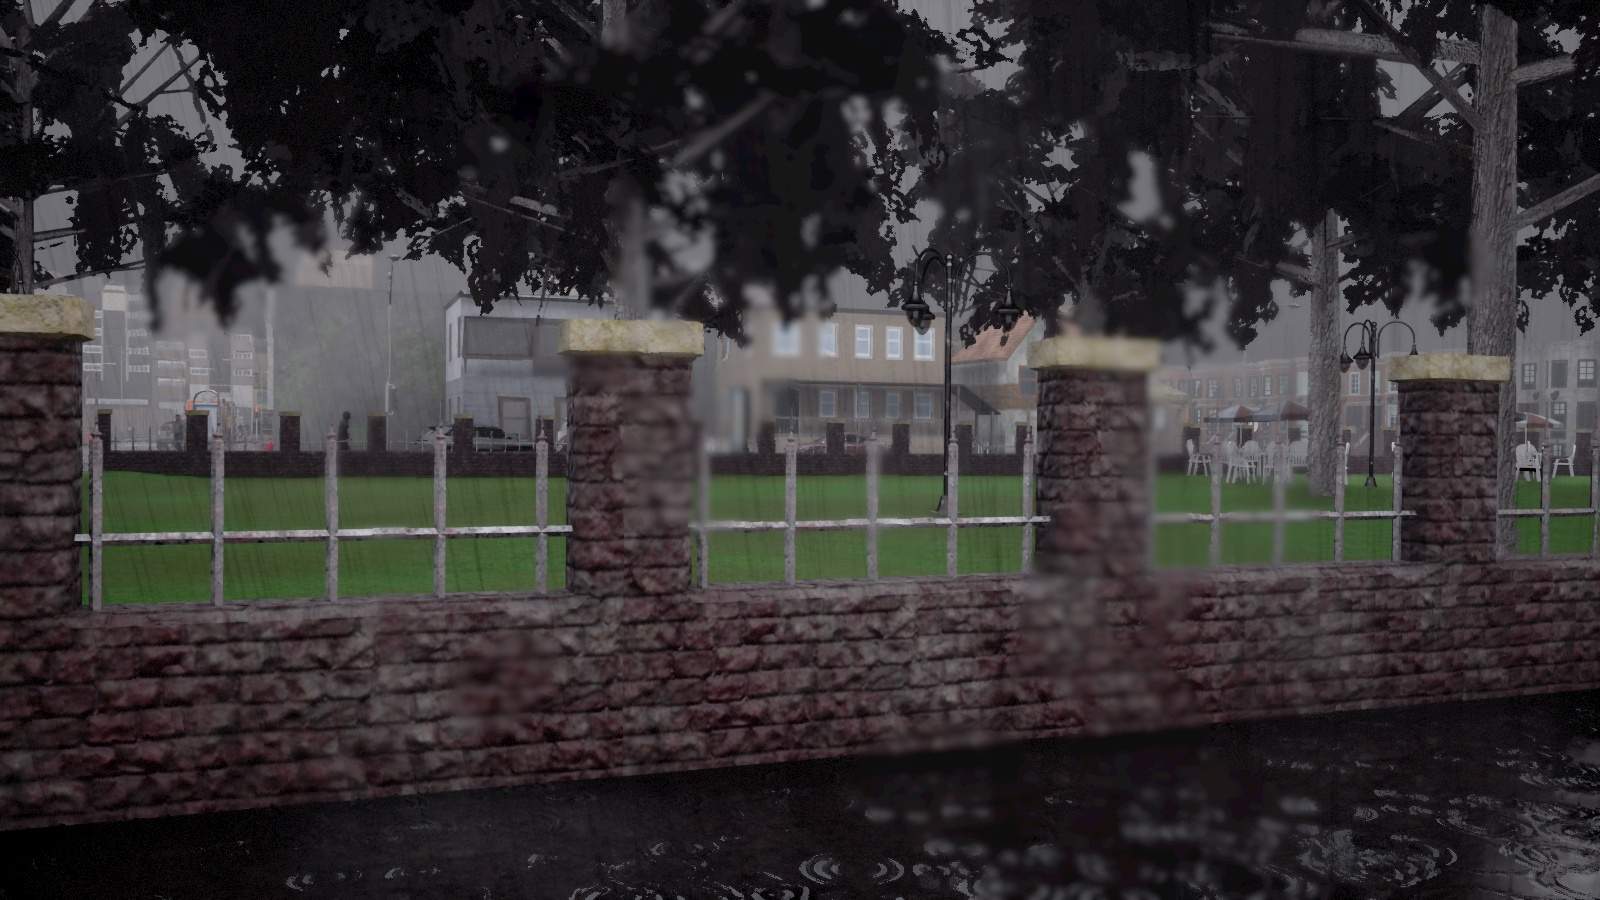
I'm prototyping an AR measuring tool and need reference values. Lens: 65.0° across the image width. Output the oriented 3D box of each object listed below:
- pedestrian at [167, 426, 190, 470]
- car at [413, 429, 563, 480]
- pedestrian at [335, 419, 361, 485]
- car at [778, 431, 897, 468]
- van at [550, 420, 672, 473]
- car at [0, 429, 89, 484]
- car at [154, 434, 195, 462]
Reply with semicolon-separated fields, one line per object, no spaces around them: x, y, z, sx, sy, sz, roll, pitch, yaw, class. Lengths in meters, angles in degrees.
-26.531;-0.078;53.625;0.540;1.848;0.694;0;1;16;pedestrian
-10.891;0.133;43.791;4.856;1.649;2.033;-1;1;-21;car
-13.372;0.048;37.133;0.692;1.930;0.395;-1;1;-20;pedestrian
1.576;-0.052;52.808;4.674;1.442;1.812;-1;1;-21;car
-7.425;-0.173;49.389;4.442;1.987;1.775;-1;1;-21;van
-25.567;0.191;40.688;5.027;1.651;2.152;0;1;31;car
-38.264;-0.142;76.911;1.851;1.617;3.988;-1;1;-21;car
